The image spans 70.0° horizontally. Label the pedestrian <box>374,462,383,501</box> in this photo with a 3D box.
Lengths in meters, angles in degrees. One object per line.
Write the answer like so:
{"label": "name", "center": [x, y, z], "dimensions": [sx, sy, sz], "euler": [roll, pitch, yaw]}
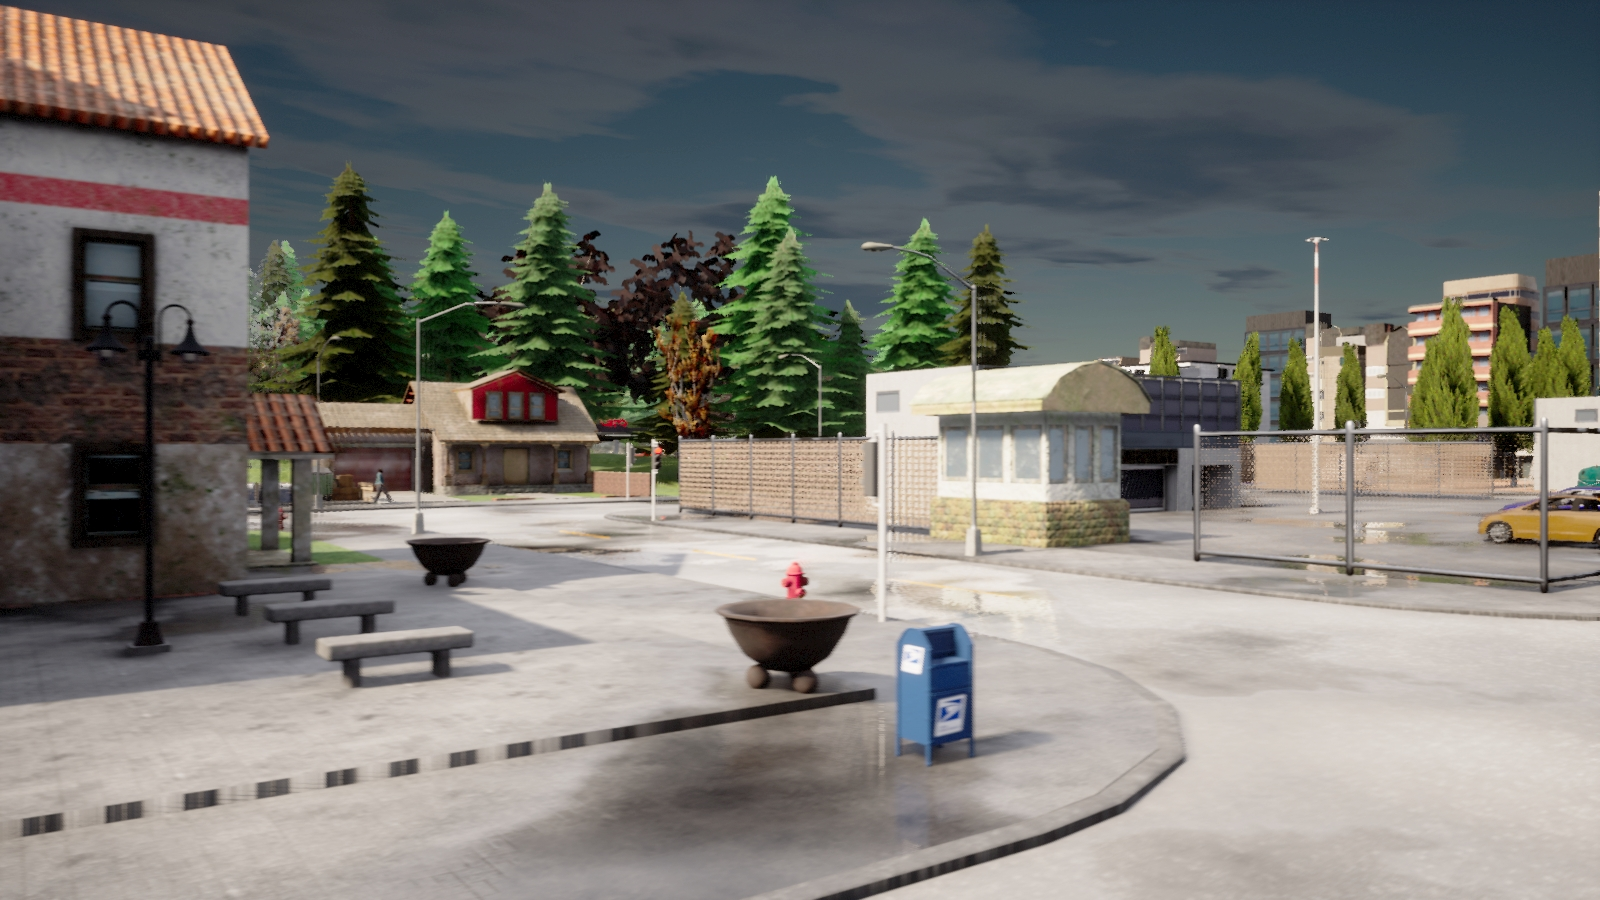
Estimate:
{"label": "pedestrian", "center": [-20.544, 1.524, 55.739], "dimensions": [0.375, 1.860, 0.375], "euler": [0, 0, -13]}
